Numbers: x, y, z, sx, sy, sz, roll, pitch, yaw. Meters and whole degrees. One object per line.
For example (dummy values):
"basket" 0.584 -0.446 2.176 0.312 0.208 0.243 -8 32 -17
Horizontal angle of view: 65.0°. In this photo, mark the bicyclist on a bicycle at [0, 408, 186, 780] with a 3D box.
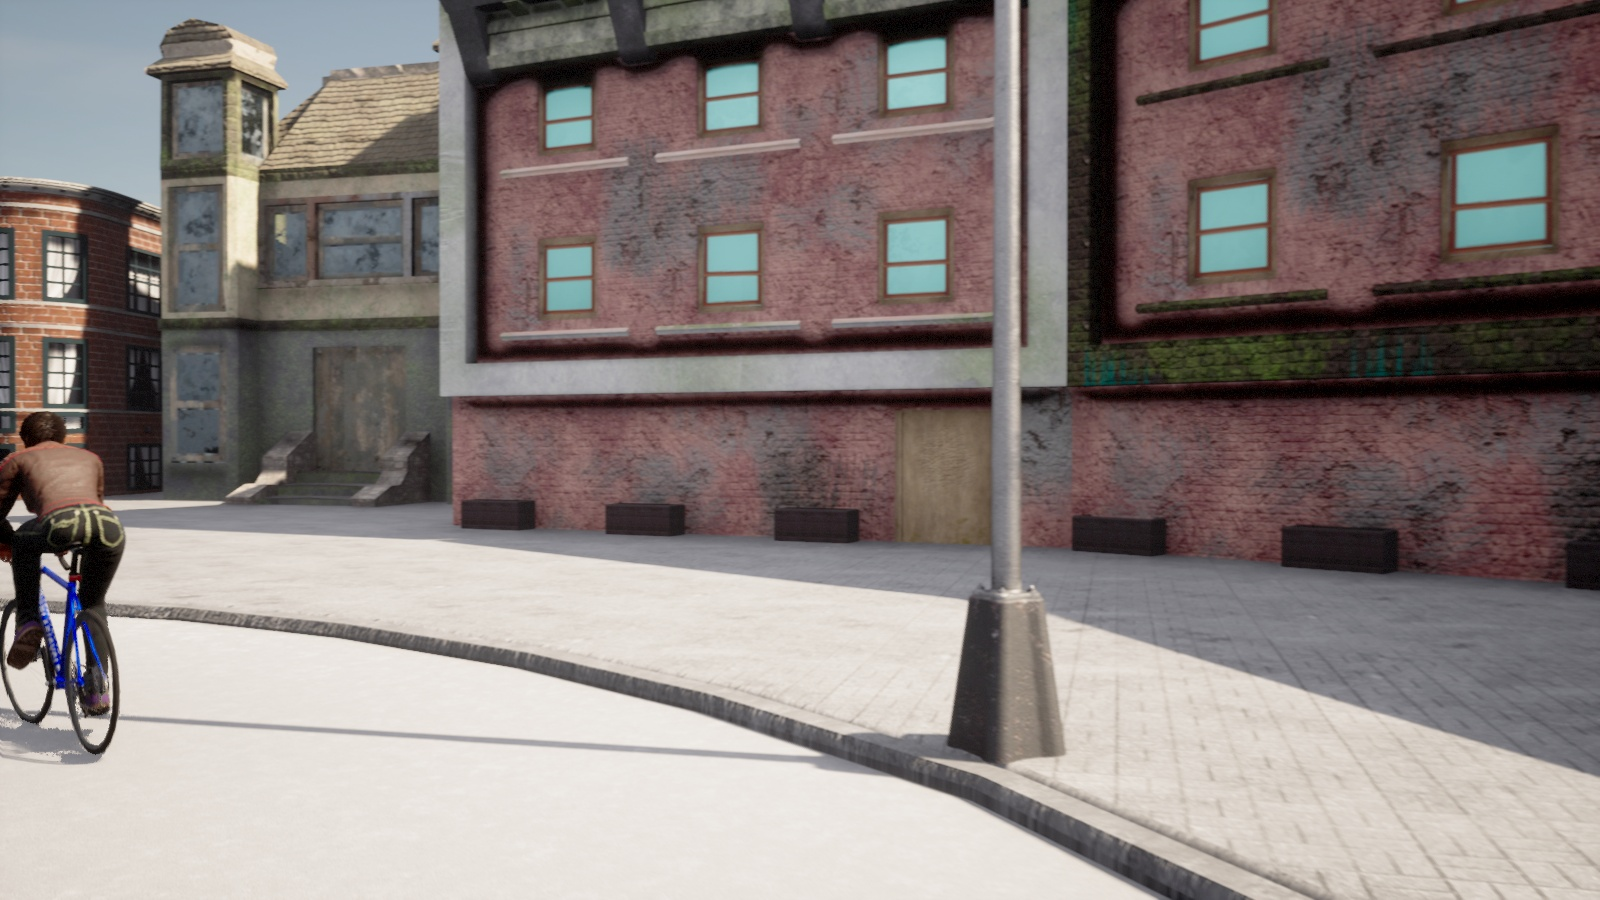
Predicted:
"bicyclist on a bicycle" -3.696 0.624 6.228 1.656 1.620 0.582 0 1 42
